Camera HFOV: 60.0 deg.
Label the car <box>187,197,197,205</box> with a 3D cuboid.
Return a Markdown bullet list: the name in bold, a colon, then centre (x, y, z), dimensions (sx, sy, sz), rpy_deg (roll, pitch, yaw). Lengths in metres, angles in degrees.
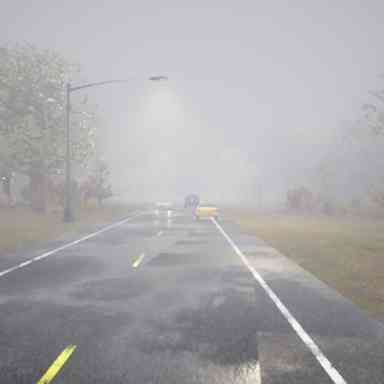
- **car**: centre (0.006, 1.663, 64.512), dimensions (1.812, 1.442, 4.674), rpy_deg (0, 0, 0)

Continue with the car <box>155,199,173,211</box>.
- **car**: centre (-3.579, 1.579, 42.602), dimensions (1.812, 1.442, 4.674), rpy_deg (0, 0, 0)

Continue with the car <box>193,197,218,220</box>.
- **car**: centre (1.227, 1.484, 28.744), dimensions (1.801, 1.575, 5.366), rpy_deg (0, 0, 0)

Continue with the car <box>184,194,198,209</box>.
- **car**: centre (0.009, 1.289, 46.879), dimensions (2.150, 2.045, 5.566), rpy_deg (0, 0, 0)
